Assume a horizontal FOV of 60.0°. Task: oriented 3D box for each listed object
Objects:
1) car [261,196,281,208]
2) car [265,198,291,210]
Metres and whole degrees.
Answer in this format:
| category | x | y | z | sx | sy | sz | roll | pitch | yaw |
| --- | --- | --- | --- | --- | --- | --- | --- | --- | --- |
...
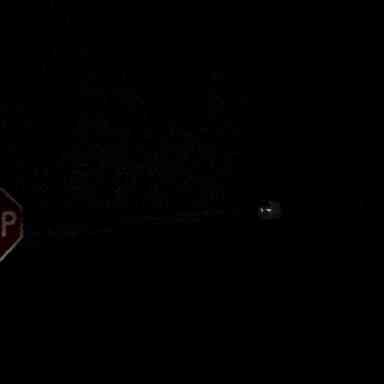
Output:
| category | x | y | z | sx | sy | sz | roll | pitch | yaw |
| --- | --- | --- | --- | --- | --- | --- | --- | --- | --- |
| car | 12.948 | 1.662 | 54.288 | 2.150 | 2.045 | 5.566 | 0 | -1 | 35 |
| car | 12.705 | 1.894 | 47.917 | 1.994 | 1.385 | 4.181 | 0 | -1 | 35 |
